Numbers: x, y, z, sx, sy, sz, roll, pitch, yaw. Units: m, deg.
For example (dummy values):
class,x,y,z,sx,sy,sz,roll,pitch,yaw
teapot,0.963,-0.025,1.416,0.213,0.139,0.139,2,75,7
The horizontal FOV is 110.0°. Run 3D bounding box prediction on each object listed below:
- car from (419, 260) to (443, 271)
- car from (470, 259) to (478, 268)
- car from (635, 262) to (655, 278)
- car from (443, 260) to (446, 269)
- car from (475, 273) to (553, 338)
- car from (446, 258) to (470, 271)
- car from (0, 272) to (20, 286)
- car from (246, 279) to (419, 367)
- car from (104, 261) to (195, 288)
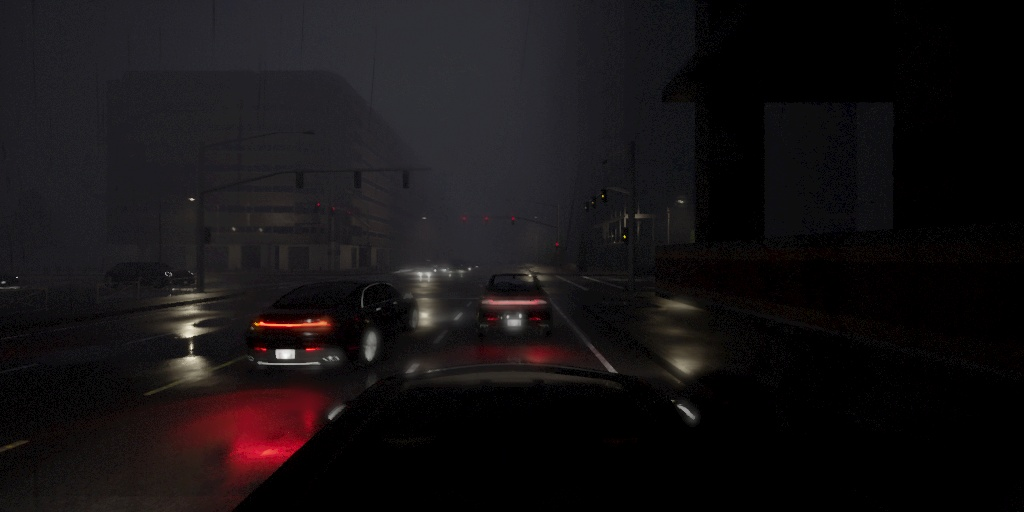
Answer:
class,x,y,z,sx,sy,sz,roll,pitch,yaw
car,-10.984,1.236,47.497,2.128,1.511,4.902,0,0,0
car,-7.411,1.306,60.285,1.994,1.385,4.181,0,0,1
car,13.946,1.293,34.220,4.902,1.511,2.128,0,0,0
car,-10.954,1.344,56.841,1.895,1.301,4.718,0,0,1
car,0.059,1.240,10.229,2.128,1.511,4.902,0,0,0
car,-7.491,1.221,50.267,1.882,1.535,5.008,0,0,0
car,-36.068,1.349,23.605,5.357,1.411,2.033,0,0,0
car,-3.451,1.254,7.909,1.837,1.490,4.892,0,0,0
car,-23.706,1.155,23.584,4.553,1.767,2.097,0,0,0
